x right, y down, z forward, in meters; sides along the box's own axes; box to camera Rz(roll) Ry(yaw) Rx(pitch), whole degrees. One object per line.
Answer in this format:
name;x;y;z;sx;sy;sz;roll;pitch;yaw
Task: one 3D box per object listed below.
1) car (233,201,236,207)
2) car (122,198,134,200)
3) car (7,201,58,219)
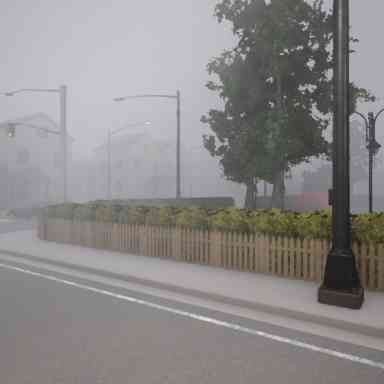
car;4.909;1.564;49.111;1.994;1.385;4.181;0;0;35
car;-7.317;1.491;38.004;2.128;1.511;4.902;0;0;35
car;-13.259;1.547;29.458;2.033;1.411;5.357;0;0;35
